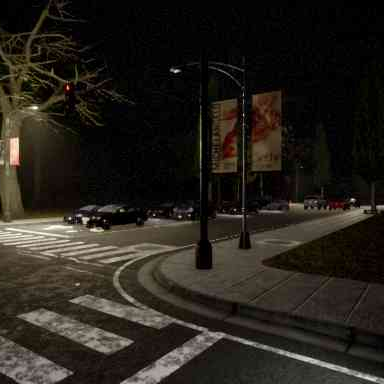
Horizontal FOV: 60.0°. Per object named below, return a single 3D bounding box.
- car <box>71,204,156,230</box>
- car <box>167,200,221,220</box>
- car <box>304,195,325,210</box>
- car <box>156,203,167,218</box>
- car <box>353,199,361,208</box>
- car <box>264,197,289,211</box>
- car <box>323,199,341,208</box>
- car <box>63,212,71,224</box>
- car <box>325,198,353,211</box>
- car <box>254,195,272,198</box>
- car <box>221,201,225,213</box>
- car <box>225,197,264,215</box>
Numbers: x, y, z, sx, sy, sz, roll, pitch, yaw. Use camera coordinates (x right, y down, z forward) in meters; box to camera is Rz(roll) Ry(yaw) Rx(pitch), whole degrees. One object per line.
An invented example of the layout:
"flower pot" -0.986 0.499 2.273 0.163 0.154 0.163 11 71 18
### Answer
"car" -4.957 1.566 21.765 2.128 1.511 4.902 0 0 35
"car" 0.294 1.472 29.221 2.097 1.767 4.553 0 0 35
"car" 17.943 1.521 48.295 2.150 2.045 5.566 0 0 35
"car" -1.836 1.667 31.831 2.033 1.411 5.357 0 0 35
"car" 26.454 1.892 54.750 2.128 1.511 4.902 0 -1 35
"car" 11.900 1.772 45.638 1.812 1.442 4.674 0 0 36
"car" 24.079 1.926 57.018 1.812 1.442 4.674 0 -1 35
"car" -7.167 1.637 24.286 1.994 1.385 4.181 0 0 36
"car" 20.695 1.659 46.568 2.097 1.767 4.553 0 0 35
"car" 9.978 1.472 48.543 2.150 2.045 5.566 0 0 38
"car" 3.894 1.776 39.980 1.895 1.301 4.718 0 0 35
"car" 5.949 1.680 37.248 1.837 1.490 4.892 0 0 35
